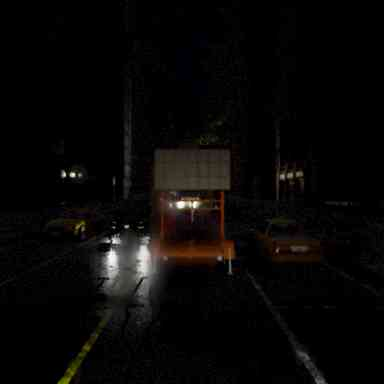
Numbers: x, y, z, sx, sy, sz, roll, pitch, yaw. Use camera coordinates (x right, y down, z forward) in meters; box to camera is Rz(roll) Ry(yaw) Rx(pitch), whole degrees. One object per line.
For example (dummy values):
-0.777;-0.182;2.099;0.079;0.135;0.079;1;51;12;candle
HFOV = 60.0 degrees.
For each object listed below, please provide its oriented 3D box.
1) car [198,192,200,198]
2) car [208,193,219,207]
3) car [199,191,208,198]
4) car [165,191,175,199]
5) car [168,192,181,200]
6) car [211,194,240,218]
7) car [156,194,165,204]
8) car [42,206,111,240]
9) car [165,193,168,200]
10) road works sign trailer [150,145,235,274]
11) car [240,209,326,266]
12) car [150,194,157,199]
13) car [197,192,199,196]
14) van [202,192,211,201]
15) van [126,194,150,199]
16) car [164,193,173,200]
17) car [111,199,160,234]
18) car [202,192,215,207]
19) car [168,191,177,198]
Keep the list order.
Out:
2.977;1.067;78.553;1.802;1.307;4.206;0;0;0;car
2.910;1.182;33.436;1.967;1.590;4.097;0;0;0;car
2.994;0.758;89.830;2.192;1.841;5.009;0;0;0;car
-5.540;0.778;84.213;2.192;1.841;5.009;0;0;0;car
-2.974;1.185;60.018;1.895;1.301;4.718;0;0;1;car
2.902;1.221;27.798;1.967;1.590;4.097;0;0;0;car
-5.590;1.079;50.381;1.967;1.590;4.097;0;0;0;car
-5.641;1.395;16.341;1.752;1.417;4.829;0;1;1;car
-5.581;1.152;56.021;1.887;1.381;4.507;0;0;0;car
0.016;0.383;10.189;2.380;3.560;2.880;0;0;0;road works sign trailer
2.884;1.436;11.083;1.752;1.417;4.829;0;1;1;car
-5.607;1.270;39.104;1.947;1.339;4.313;0;0;0;car
2.986;1.029;84.191;1.947;1.339;4.313;0;0;0;car
2.961;0.885;67.273;1.690;1.788;3.998;0;0;0;van
-5.614;1.083;33.464;1.690;1.788;3.998;0;0;0;van
-5.548;1.012;78.406;1.752;1.417;4.829;0;0;0;car
-3.072;1.360;18.066;1.837;1.490;4.892;0;0;0;car
2.927;0.986;44.715;2.192;1.841;5.009;0;0;0;car
-5.523;0.743;95.465;2.192;1.841;5.009;0;0;0;car
